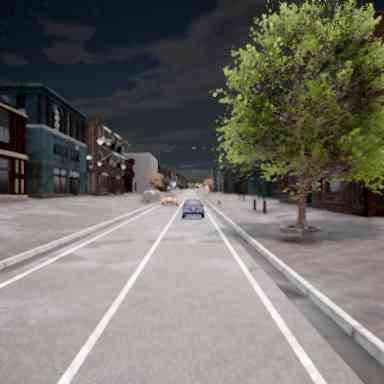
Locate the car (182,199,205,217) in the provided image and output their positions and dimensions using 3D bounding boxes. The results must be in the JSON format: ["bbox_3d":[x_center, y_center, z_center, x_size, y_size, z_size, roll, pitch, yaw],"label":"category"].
[{"bbox_3d":[0.111,1.331,28.169,2.033,1.411,5.357,0,1,0],"label":"car"}]

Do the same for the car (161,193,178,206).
[{"bbox_3d":[-2.981,0.967,45.506,2.097,1.767,4.553,0,1,0],"label":"car"}]
